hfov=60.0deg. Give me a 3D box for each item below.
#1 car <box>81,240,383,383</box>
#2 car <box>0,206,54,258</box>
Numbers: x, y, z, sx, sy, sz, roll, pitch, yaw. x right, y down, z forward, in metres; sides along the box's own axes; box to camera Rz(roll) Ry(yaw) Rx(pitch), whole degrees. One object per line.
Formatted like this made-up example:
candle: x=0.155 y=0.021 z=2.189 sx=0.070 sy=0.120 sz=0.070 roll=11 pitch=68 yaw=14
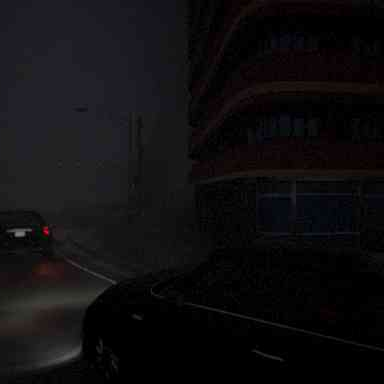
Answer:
car: x=0.777 y=1.354 z=3.733 sx=4.553 sy=1.767 sz=2.097 roll=0 pitch=0 yaw=38
car: x=-6.610 y=1.351 z=12.262 sx=2.097 sy=1.767 sz=4.553 roll=0 pitch=0 yaw=-34
